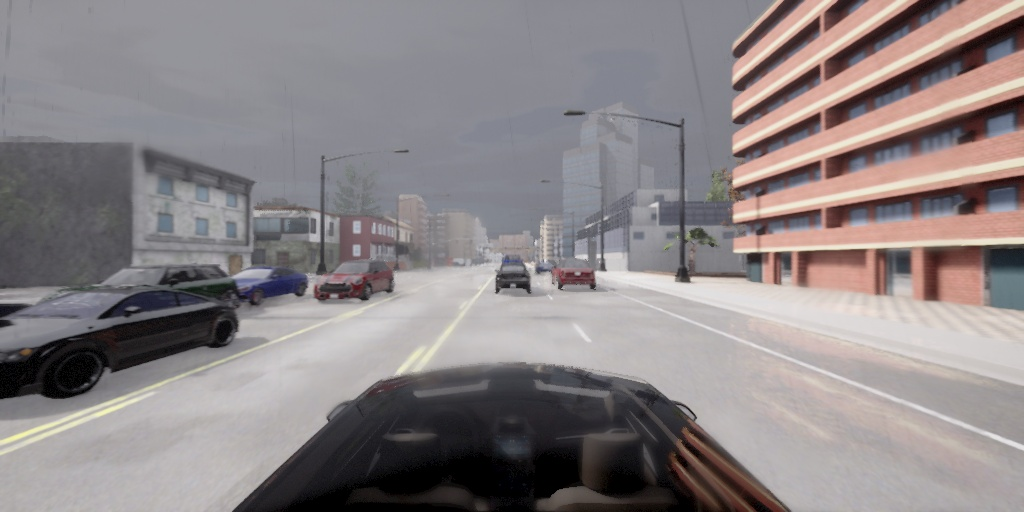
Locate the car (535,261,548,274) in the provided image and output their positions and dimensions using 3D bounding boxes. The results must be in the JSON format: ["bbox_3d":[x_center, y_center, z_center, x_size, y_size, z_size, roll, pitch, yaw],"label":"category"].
[{"bbox_3d":[3.581,1.253,40.060,1.994,1.385,4.181,0,-1,0],"label":"car"}]

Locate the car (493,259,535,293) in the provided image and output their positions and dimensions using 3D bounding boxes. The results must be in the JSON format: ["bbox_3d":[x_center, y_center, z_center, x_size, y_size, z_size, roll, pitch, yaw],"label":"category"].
[{"bbox_3d":[0.064,1.119,19.539,1.837,1.490,4.892,0,1,0],"label":"car"}]

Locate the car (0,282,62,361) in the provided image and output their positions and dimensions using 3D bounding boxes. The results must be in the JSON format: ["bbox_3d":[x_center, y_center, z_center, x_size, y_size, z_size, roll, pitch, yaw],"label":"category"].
[{"bbox_3d":[-10.593,1.271,4.937,2.033,1.411,5.357,0,0,0],"label":"car"}]

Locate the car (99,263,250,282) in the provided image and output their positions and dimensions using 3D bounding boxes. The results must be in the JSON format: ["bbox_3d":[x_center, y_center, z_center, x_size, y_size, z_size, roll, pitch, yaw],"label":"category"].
[{"bbox_3d":[-10.501,1.032,10.533,2.097,1.767,4.553,0,0,0],"label":"car"}]

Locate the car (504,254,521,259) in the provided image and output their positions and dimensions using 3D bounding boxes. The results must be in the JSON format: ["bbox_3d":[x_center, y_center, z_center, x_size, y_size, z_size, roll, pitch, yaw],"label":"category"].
[{"bbox_3d":[0.082,0.890,38.925,2.150,2.045,5.566,0,-1,0],"label":"car"}]

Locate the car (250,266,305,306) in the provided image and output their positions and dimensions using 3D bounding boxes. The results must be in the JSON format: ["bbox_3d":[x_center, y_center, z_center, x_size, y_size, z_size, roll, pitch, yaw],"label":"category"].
[{"bbox_3d":[-10.558,1.170,15.265,1.812,1.442,4.674,0,0,0],"label":"car"}]

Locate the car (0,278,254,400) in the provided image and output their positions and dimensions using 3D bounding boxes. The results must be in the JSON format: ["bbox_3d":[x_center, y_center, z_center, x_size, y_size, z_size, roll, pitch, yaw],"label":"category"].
[{"bbox_3d":[-7.091,1.277,6.303,1.994,1.385,4.181,0,0,0],"label":"car"}]

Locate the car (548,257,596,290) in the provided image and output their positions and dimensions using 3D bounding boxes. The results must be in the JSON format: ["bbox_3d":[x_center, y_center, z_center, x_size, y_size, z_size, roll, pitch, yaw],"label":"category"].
[{"bbox_3d":[3.540,0.949,21.347,2.097,1.767,4.553,0,0,0],"label":"car"}]

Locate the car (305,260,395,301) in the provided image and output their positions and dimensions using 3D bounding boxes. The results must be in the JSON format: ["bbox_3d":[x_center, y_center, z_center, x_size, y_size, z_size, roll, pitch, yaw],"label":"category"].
[{"bbox_3d":[-7.053,0.987,16.487,2.097,1.767,4.553,0,0,0],"label":"car"}]
